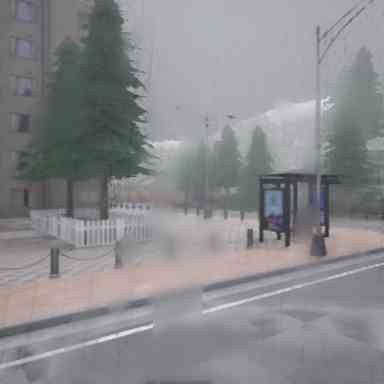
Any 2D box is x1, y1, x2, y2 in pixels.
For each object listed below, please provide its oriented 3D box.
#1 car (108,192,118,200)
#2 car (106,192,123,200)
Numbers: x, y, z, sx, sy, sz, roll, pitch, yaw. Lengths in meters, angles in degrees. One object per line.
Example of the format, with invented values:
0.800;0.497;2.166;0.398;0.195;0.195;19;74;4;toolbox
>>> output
-18.028;1.005;82.978;4.605;1.855;1.932;0;0;-36;car
-19.811;1.009;84.793;3.866;1.878;1.905;0;0;-36;car
